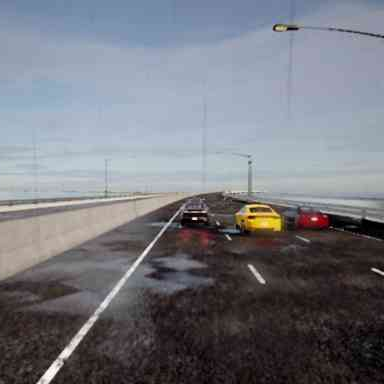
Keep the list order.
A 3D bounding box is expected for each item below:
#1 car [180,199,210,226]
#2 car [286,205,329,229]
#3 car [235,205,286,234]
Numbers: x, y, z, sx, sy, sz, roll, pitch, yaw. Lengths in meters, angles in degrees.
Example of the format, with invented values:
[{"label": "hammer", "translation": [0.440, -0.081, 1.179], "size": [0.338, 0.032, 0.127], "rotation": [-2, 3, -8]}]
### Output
[{"label": "car", "translation": [0.194, 1.478, 23.424], "size": [2.128, 1.511, 4.902], "rotation": [0, 0, 0]}, {"label": "car", "translation": [7.180, 1.553, 21.488], "size": [1.994, 1.385, 4.181], "rotation": [0, 0, 0]}, {"label": "car", "translation": [3.664, 1.468, 19.160], "size": [1.882, 1.535, 5.008], "rotation": [0, 0, 0]}]
